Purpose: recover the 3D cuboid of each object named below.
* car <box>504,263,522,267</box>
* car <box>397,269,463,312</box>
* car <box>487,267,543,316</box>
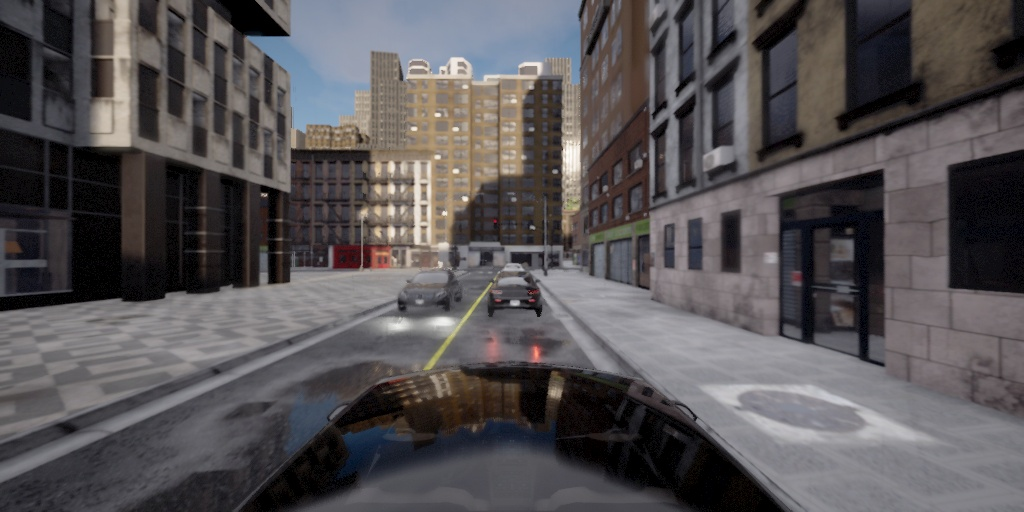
[{"bbox_3d":[0.101,1.287,27.802,1.812,1.442,4.674,0,0,0],"label":"car"},{"bbox_3d":[-3.099,1.285,14.375,1.812,1.442,4.674,0,0,0],"label":"car"},{"bbox_3d":[0.099,1.285,13.300,1.812,1.442,4.674,0,0,0],"label":"car"}]
